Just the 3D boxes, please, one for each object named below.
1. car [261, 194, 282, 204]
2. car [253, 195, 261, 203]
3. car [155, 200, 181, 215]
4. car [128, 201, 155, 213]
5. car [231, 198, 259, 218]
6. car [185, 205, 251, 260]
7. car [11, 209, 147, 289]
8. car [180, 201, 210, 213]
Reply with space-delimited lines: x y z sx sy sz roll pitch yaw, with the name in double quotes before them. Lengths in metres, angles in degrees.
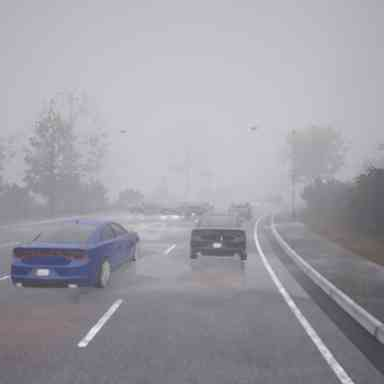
"car" 17.353 1.367 70.800 2.150 2.045 5.566 0 0 37
"car" 14.418 1.469 72.721 2.097 1.767 4.553 0 0 37
"car" -1.553 1.581 34.426 2.033 1.411 5.357 0 0 18
"car" -4.947 1.618 35.228 1.895 1.301 4.718 0 0 18
"car" 4.248 1.549 28.556 2.128 1.511 4.902 0 0 15
"car" 1.082 1.500 12.725 1.882 1.535 5.008 0 0 7
"car" -2.821 1.481 9.219 1.882 1.535 5.008 0 0 5
"car" 0.745 1.545 29.004 1.837 1.490 4.892 0 0 15
